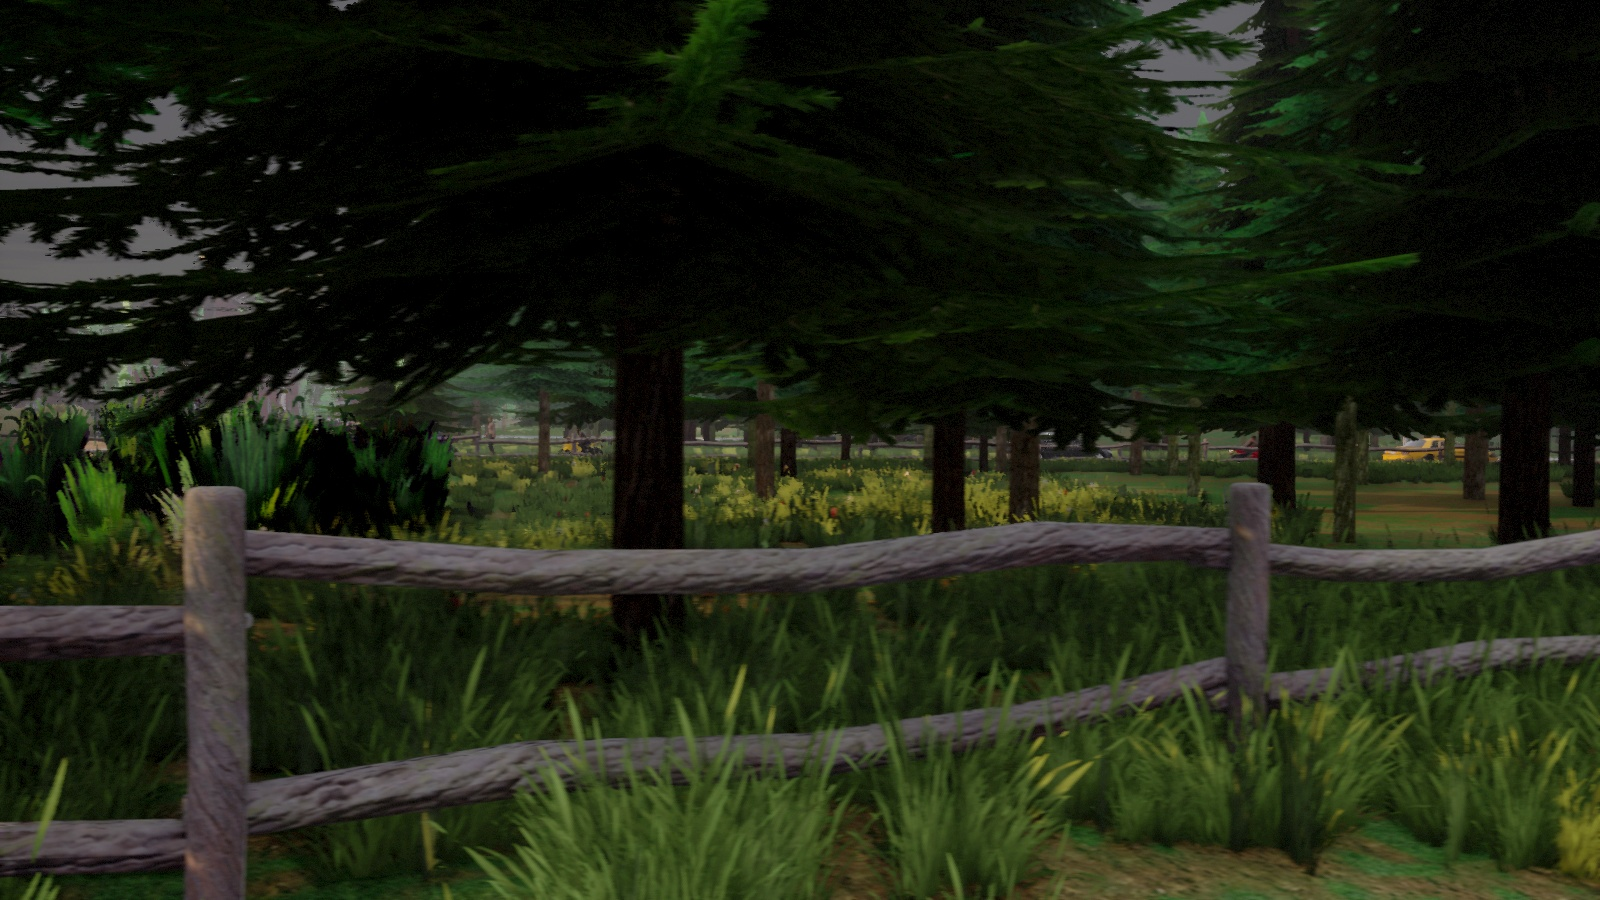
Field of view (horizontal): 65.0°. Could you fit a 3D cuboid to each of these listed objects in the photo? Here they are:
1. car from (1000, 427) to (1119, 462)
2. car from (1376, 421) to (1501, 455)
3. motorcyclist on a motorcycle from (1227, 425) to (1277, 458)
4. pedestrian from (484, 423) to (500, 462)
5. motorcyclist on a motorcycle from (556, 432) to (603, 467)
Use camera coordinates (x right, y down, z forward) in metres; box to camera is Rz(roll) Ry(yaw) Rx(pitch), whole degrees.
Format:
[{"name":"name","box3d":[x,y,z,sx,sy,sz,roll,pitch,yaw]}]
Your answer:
[{"name":"car","box3d":[11.646,-0.244,56.468,4.892,1.490,1.837,-1,1,-11]},{"name":"car","box3d":[30.522,-0.576,60.069,5.366,1.575,1.801,-1,1,-12]},{"name":"motorcyclist on a motorcycle","box3d":[20.936,-0.398,58.207,2.044,1.523,0.797,0,1,-11]},{"name":"pedestrian","box3d":[-14.569,-0.355,59.374,0.634,1.846,0.331,-1,1,-32]},{"name":"motorcyclist on a motorcycle","box3d":[-9.834,-0.033,56.082,2.044,1.523,0.797,-1,1,-9]}]
